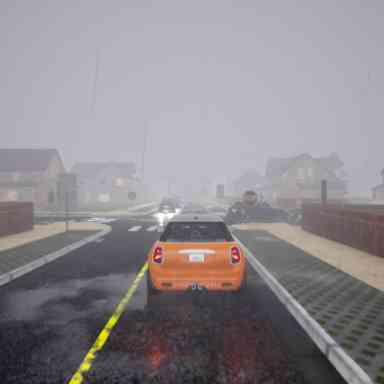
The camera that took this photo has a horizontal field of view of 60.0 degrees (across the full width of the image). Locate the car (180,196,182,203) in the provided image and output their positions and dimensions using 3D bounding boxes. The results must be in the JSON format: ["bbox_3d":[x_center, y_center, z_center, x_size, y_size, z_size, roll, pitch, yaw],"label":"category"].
[{"bbox_3d":[-2.863,1.683,49.620,1.895,1.301,4.718,0,0,0],"label":"car"}]

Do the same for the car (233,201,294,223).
[{"bbox_3d":[4.863,1.402,24.376,4.553,1.767,2.097,0,1,-29],"label":"car"}]

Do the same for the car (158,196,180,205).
[{"bbox_3d":[-2.860,1.534,39.413,2.128,1.511,4.902,0,0,0],"label":"car"}]

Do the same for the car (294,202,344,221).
[{"bbox_3d":[10.240,1.574,27.718,4.892,1.490,1.837,0,0,-2],"label":"car"}]

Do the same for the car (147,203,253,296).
[{"bbox_3d":[0.096,1.349,8.835,2.097,1.767,4.553,0,0,0],"label":"car"}]
